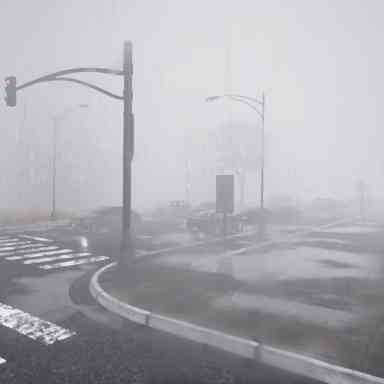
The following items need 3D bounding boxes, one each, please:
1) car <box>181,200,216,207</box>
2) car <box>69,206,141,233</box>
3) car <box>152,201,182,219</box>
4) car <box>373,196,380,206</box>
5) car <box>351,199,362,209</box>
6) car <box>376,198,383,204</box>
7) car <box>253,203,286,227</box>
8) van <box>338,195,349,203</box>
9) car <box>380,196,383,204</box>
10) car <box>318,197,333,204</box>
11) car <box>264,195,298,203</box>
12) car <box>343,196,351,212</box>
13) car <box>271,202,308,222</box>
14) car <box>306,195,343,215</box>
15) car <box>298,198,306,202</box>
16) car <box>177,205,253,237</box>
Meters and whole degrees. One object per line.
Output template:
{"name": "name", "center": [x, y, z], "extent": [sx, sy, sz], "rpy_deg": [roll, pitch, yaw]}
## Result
{"name": "car", "center": [1.521, 1.596, 29.191], "extent": [1.837, 1.490, 4.892], "rpy_deg": [1, 0, 37]}
{"name": "car", "center": [-5.121, 1.564, 20.158], "extent": [1.812, 1.442, 4.674], "rpy_deg": [1, 0, 36]}
{"name": "car", "center": [-1.650, 1.481, 29.474], "extent": [1.967, 1.590, 4.097], "rpy_deg": [1, 0, 36]}
{"name": "car", "center": [34.893, 1.940, 64.828], "extent": [1.752, 1.417, 4.829], "rpy_deg": [1, 0, 36]}
{"name": "car", "center": [24.931, 1.773, 51.273], "extent": [1.967, 1.590, 4.097], "rpy_deg": [1, 0, 36]}
{"name": "car", "center": [44.654, 2.047, 78.110], "extent": [2.008, 1.369, 4.403], "rpy_deg": [1, 0, 36]}
{"name": "car", "center": [4.682, 1.737, 23.505], "extent": [1.947, 1.339, 4.313], "rpy_deg": [1, 0, 36]}
{"name": "van", "center": [37.903, 1.706, 83.071], "extent": [1.690, 1.788, 3.998], "rpy_deg": [1, 0, 36]}
{"name": "car", "center": [41.369, 1.784, 73.637], "extent": [2.192, 1.841, 5.009], "rpy_deg": [1, 0, 36]}
{"name": "car", "center": [28.039, 1.849, 69.652], "extent": [1.947, 1.339, 4.313], "rpy_deg": [1, 0, 36]}
{"name": "car", "center": [10.964, 1.389, 41.988], "extent": [2.150, 2.045, 5.566], "rpy_deg": [1, 0, 37]}
{"name": "car", "center": [18.398, 1.720, 42.298], "extent": [1.967, 1.590, 4.097], "rpy_deg": [1, 0, 36]}
{"name": "car", "center": [7.926, 1.779, 27.921], "extent": [1.802, 1.307, 4.206], "rpy_deg": [1, 0, 36]}
{"name": "car", "center": [15.138, 1.569, 37.805], "extent": [2.192, 1.841, 5.009], "rpy_deg": [1, 0, 36]}
{"name": "car", "center": [18.076, 1.727, 56.097], "extent": [1.752, 1.417, 4.829], "rpy_deg": [1, 0, 36]}
{"name": "car", "center": [1.435, 1.696, 19.088], "extent": [2.008, 1.369, 4.403], "rpy_deg": [1, 0, 36]}
